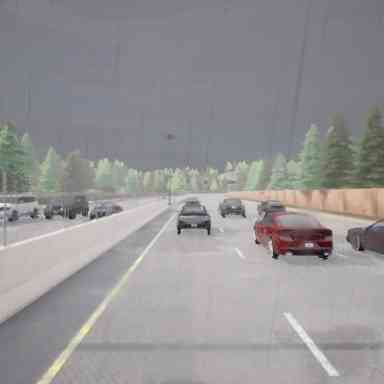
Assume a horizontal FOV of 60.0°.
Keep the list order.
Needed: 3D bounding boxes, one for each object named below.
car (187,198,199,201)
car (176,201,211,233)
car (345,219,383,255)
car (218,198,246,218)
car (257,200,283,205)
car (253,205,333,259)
[{"bbox_3d":[0.105,1.506,40.395,1.837,1.490,4.892,0,0,0],"label":"car"},{"bbox_3d":[0.103,1.492,19.467,2.128,1.511,4.902,0,0,0],"label":"car"},{"bbox_3d":[7.096,1.548,10.932,2.033,1.411,5.357,0,0,0],"label":"car"},{"bbox_3d":[3.605,1.353,30.768,2.097,1.767,4.553,0,0,0],"label":"car"},{"bbox_3d":[7.104,1.506,30.042,1.837,1.490,4.892,0,0,0],"label":"car"},{"bbox_3d":[3.602,1.478,12.698,1.882,1.535,5.008,0,0,0],"label":"car"}]
